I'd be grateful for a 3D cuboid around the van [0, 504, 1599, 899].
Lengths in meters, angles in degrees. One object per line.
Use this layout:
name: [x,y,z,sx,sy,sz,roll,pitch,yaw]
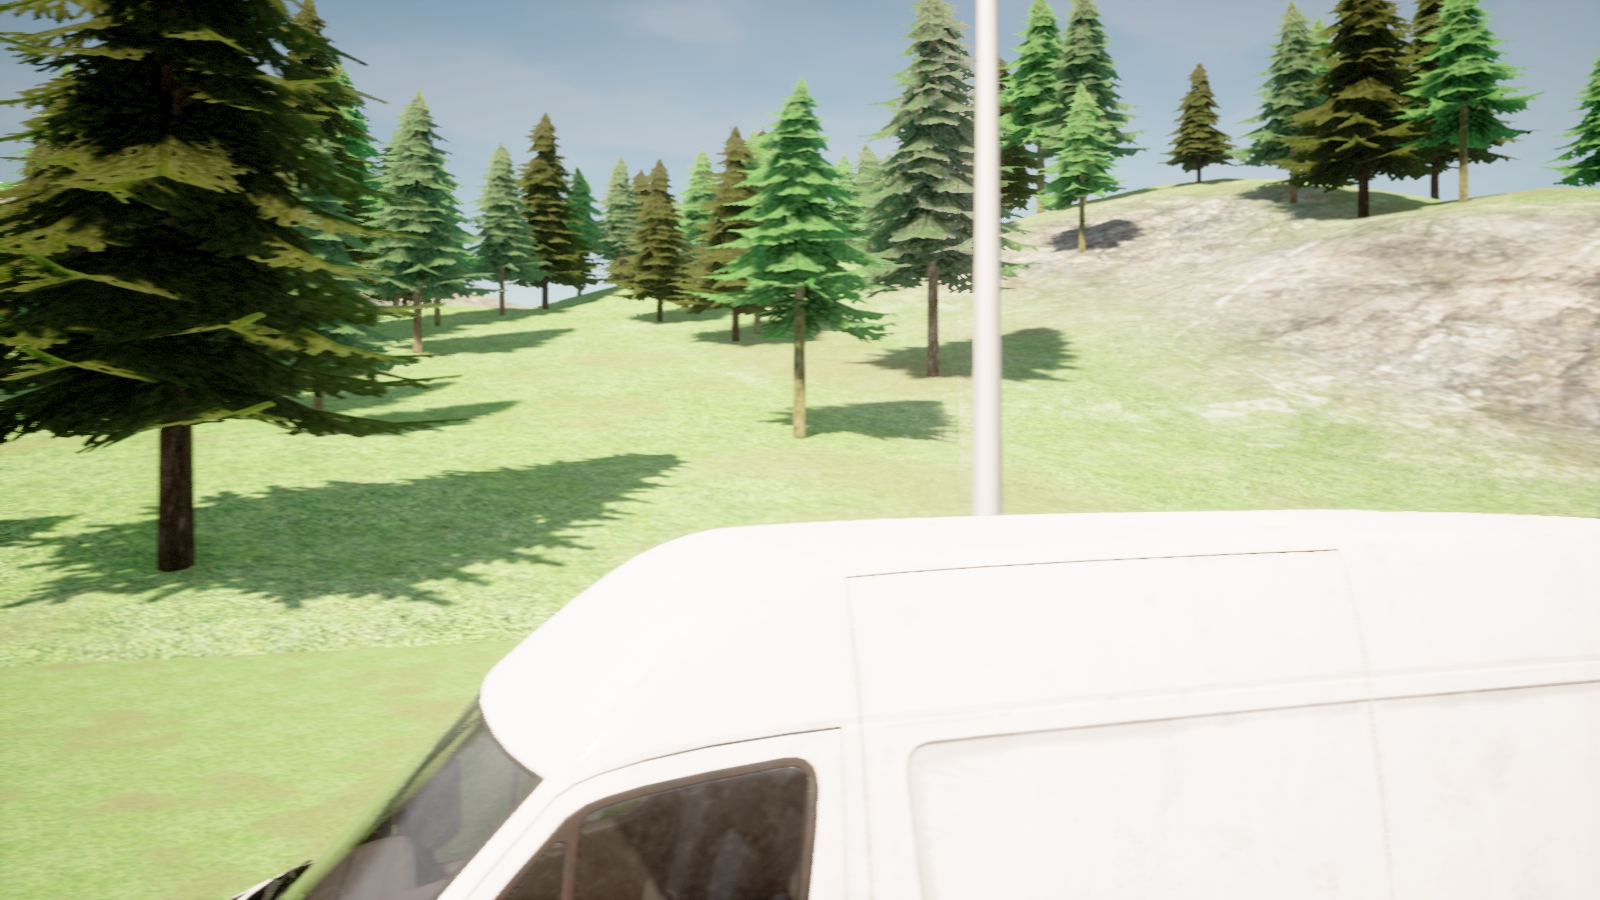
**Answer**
van: [0.423,1.532,3.717,5.915,2.561,1.988,0,-1,-17]
